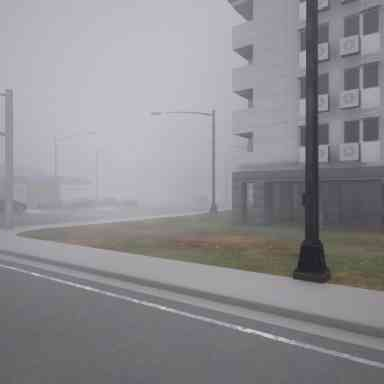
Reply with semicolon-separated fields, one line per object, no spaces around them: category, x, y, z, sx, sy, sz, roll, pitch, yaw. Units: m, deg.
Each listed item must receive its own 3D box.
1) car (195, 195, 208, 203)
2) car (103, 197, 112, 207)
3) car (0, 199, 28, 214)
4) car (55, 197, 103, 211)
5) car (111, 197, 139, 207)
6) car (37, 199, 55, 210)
car;2.026;1.353;69.982;2.097;1.767;4.553;0;0;-8
car;-13.356;1.478;51.663;1.882;1.535;5.008;0;0;16
car;-19.362;1.478;33.714;1.882;1.535;5.008;0;0;36
car;-14.061;1.492;41.573;2.128;1.511;4.902;0;0;30
car;-9.930;1.601;50.862;1.895;1.301;4.718;0;0;16
car;-17.577;1.564;42.491;1.994;1.385;4.181;0;0;31
